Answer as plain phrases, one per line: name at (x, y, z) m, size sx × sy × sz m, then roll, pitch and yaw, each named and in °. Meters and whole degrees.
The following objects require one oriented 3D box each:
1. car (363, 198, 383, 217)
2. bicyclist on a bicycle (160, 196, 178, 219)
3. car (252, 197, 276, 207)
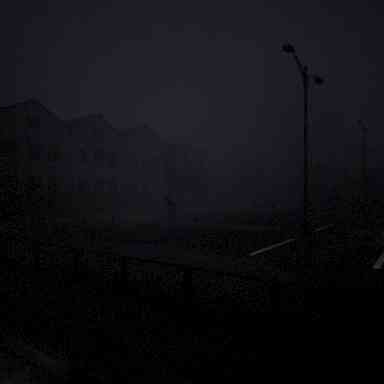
car at (15.180, 1.295, 26.986) m, size 2.007 × 1.523 × 4.514 m, roll 0°, pitch 0°, yaw 35°
bicyclist on a bicycle at (-1.640, 1.094, 23.226) m, size 1.656 × 1.620 × 0.582 m, roll 0°, pitch 0°, yaw 35°
car at (10.185, 1.336, 46.859) m, size 2.033 × 1.411 × 5.357 m, roll 0°, pitch 0°, yaw 32°
